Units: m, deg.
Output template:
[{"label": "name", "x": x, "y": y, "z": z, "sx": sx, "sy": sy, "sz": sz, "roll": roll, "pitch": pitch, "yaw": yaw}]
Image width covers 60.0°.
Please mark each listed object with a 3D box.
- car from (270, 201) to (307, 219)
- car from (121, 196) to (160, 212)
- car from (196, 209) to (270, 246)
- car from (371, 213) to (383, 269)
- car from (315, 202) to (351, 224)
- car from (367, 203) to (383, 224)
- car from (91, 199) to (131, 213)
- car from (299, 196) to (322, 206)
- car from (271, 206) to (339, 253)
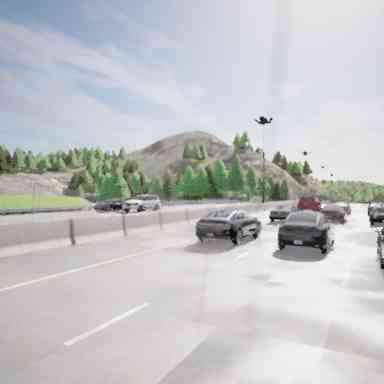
[{"label": "car", "x": 7.793, "y": 1.728, "z": 27.417, "sx": 2.033, "sy": 1.411, "sz": 5.357, "roll": 0, "pitch": 0, "yaw": 28}, {"label": "car", "x": -5.796, "y": 1.367, "z": 39.352, "sx": 2.150, "sy": 2.045, "sz": 5.566, "roll": 0, "pitch": -1, "yaw": 28}, {"label": "car", "x": 1.892, "y": 1.580, "z": 15.919, "sx": 2.128, "sy": 1.511, "sz": 4.902, "roll": 0, "pitch": 0, "yaw": 28}, {"label": "car", "x": 7.150, "y": 1.648, "z": 10.892, "sx": 2.033, "sy": 1.411, "sz": 5.357, "roll": 0, "pitch": 0, "yaw": 28}, {"label": "car", "x": 11.400, "y": 1.727, "z": 26.760, "sx": 1.812, "sy": 1.442, "sz": 4.674, "roll": 0, "pitch": 0, "yaw": 29}, {"label": "car", "x": 14.742, "y": 1.819, "z": 25.586, "sx": 1.895, "sy": 1.301, "sz": 4.718, "roll": 0, "pitch": 0, "yaw": 28}, {"label": "car", "x": -9.569, "y": 1.627, "z": 39.703, "sx": 1.837, "sy": 1.490, "sz": 4.892, "roll": 0, "pitch": -1, "yaw": 28}, {"label": "car", "x": 14.052, "y": 1.502, "z": 39.586, "sx": 2.150, "sy": 2.045, "sz": 5.566, "roll": 0, "pitch": 0, "yaw": 27}, {"label": "car", "x": 5.058, "y": 1.609, "z": 14.422, "sx": 1.837, "sy": 1.490, "sz": 4.892, "roll": 0, "pitch": 0, "yaw": 28}]
